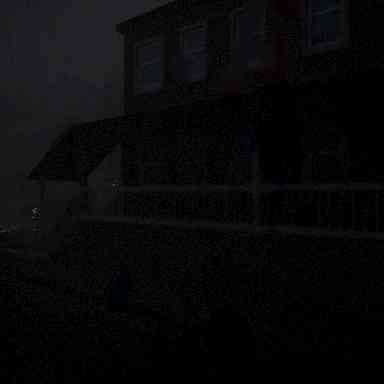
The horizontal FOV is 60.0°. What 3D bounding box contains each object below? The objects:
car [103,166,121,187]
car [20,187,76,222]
[{"bbox_3d":[-6.119,-1.669,30.774,1.837,1.490,4.892,0,19,34],"label":"car"},{"bbox_3d":[-10.331,0.782,24.604,2.097,1.767,4.553,0,15,34],"label":"car"}]
